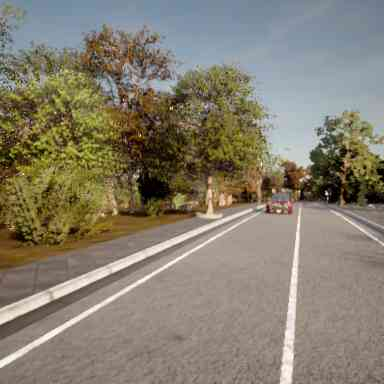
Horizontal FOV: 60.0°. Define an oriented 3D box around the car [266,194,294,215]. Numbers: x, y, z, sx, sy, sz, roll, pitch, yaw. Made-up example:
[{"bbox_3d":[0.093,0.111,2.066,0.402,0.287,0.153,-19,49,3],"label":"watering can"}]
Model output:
[{"bbox_3d":[7.613,0.943,28.542,2.097,1.767,4.553,2,1,18],"label":"car"}]
